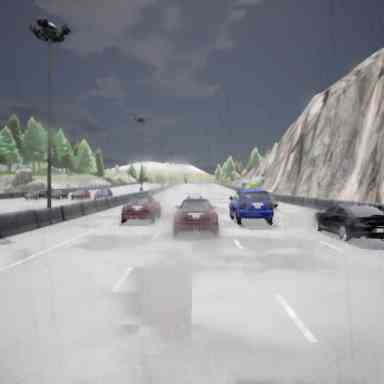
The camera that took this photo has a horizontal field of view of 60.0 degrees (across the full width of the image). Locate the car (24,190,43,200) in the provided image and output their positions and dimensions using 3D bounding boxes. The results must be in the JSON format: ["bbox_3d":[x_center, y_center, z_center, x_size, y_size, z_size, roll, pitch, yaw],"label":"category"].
[{"bbox_3d":[-24.208,0.428,51.743,2.128,1.511,4.902,0,2,0],"label":"car"}]

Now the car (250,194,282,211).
[{"bbox_3d":[7.289,0.959,33.447,2.033,1.411,5.357,0,1,0],"label":"car"}]

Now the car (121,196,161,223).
[{"bbox_3d":[-3.276,1.009,22.169,2.097,1.767,4.553,0,1,0],"label":"car"}]

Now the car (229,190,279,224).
[{"bbox_3d":[3.720,0.890,21.453,2.150,2.045,5.566,0,1,0],"label":"car"}]

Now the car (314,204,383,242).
[{"bbox_3d":[7.185,1.260,15.141,1.882,1.535,5.008,0,1,0],"label":"car"}]

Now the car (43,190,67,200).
[{"bbox_3d":[-20.708,0.457,51.720,1.837,1.490,4.892,0,2,0],"label":"car"}]

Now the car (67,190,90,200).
[{"bbox_3d":[-17.209,0.415,51.645,1.882,1.535,5.008,0,2,0],"label":"car"}]

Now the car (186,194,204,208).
[{"bbox_3d":[0.310,0.925,37.123,1.895,1.301,4.718,0,1,0],"label":"car"}]

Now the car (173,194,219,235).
[{"bbox_3d":[0.195,1.104,17.042,2.097,1.767,4.553,0,1,0],"label":"car"}]

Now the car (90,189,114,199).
[{"bbox_3d":[-13.707,0.284,51.774,2.097,1.767,4.553,0,2,0],"label":"car"}]
